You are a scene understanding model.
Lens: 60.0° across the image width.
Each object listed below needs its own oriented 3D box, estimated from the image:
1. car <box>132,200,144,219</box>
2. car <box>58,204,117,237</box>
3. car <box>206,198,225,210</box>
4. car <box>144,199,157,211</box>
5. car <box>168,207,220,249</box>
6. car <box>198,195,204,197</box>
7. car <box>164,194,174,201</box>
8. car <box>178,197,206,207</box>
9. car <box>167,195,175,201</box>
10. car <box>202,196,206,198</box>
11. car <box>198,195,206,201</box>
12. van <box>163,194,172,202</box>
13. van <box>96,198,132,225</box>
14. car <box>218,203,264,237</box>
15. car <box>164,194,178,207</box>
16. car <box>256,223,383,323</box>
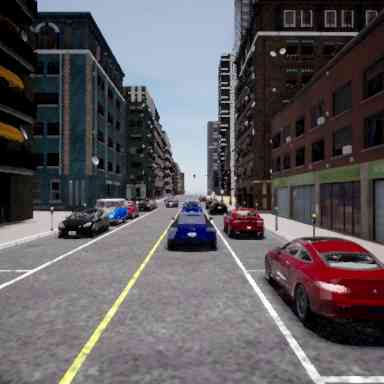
[{"bbox_3d":[-5.683,1.551,29.028,1.887,1.381,4.507,0,0,0],"label":"car"},{"bbox_3d":[-5.683,1.568,17.981,1.947,1.339,4.313,0,0,0],"label":"car"},{"bbox_3d":[2.698,1.576,34.539,1.947,1.339,4.313,0,0,0],"label":"car"},{"bbox_3d":[-5.683,1.579,40.075,1.947,1.339,4.313,0,0,0],"label":"car"},{"bbox_3d":[0.000,1.574,14.650,1.994,1.385,4.181,0,0,0],"label":"car"},{"bbox_3d":[2.697,1.629,77.992,1.802,1.307,4.206,0,0,0],"label":"car"},{"bbox_3d":[-5.682,1.368,83.521,2.192,1.841,5.009,0,0,0],"label":"car"},{"bbox_3d":[0.000,1.493,29.650,1.882,1.535,5.008,0,0,0],"label":"car"},{"bbox_3d":[-5.684,1.605,89.049,1.887,1.381,4.507,0,0,0],"label":"car"},{"bbox_3d":[2.698,1.582,45.586,1.947,1.339,4.313,0,0,0],"label":"car"},{"bbox_3d":[2.698,1.500,89.048,1.967,1.590,4.097,0,0,0],"label":"car"},{"bbox_3d":[-5.682,1.388,77.993,1.690,1.788,3.998,0,0,0],"label":"van"},{"bbox_3d":[-5.681,1.345,23.505,1.690,1.788,3.998,0,0,0],"label":"van"},{"bbox_3d":[2.698,1.547,17.969,1.887,1.381,4.507,0,0,0],"label":"car"},{"bbox_3d":[-3.000,1.542,50.652,2.128,1.511,4.902,0,0,0],"label":"car"},{"bbox_3d":[2.698,1.580,6.922,1.802,1.307,4.206,0,0,0],"label":"car"}]
